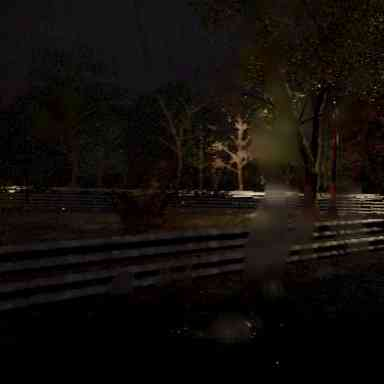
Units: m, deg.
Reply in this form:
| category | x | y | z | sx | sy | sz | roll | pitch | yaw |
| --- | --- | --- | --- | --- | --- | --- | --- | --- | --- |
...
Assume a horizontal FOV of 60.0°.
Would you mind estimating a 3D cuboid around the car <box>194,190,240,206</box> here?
| category | x | y | z | sx | sy | sz | roll | pitch | yaw |
| --- | --- | --- | --- | --- | --- | --- | --- | --- | --- |
| car | 2.721 | 0.646 | 36.813 | 4.892 | 1.490 | 1.837 | 1 | 2 | -1 |

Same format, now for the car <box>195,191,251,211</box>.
| category | x | y | z | sx | sy | sz | roll | pitch | yaw |
| --- | --- | --- | --- | --- | --- | --- | --- | --- | --- |
| car | 2.863 | 0.841 | 29.818 | 5.008 | 1.535 | 1.882 | 1 | 2 | -1 |

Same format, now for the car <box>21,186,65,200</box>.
| category | x | y | z | sx | sy | sz | roll | pitch | yaw |
| --- | --- | --- | --- | --- | --- | --- | --- | --- | --- |
| car | -16.173 | 0.177 | 36.467 | 4.892 | 1.490 | 1.837 | 1 | 2 | -1 |

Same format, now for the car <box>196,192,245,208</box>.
| category | x | y | z | sx | sy | sz | roll | pitch | yaw |
| --- | --- | --- | --- | --- | --- | --- | --- | --- | --- |
| car | 2.796 | 0.780 | 33.315 | 4.674 | 1.442 | 1.812 | 1 | 2 | -1 |
